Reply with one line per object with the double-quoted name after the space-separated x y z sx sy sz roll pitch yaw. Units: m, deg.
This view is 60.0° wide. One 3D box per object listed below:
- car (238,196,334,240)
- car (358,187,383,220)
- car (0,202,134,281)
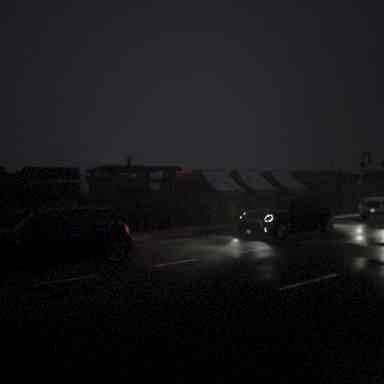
4.227 0.996 14.933 4.553 1.767 2.097 -2 1 -32 "car"
12.473 0.614 20.157 5.566 2.045 2.150 -2 1 -32 "car"
-4.107 1.250 9.648 4.553 1.767 2.097 -2 1 -32 "car"
